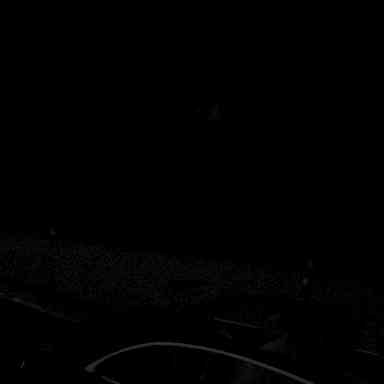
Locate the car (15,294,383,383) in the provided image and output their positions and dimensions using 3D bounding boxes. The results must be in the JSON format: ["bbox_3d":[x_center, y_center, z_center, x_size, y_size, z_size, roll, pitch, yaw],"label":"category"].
[{"bbox_3d":[0.335,1.552,2.569,4.403,1.369,2.008,0,0,35],"label":"car"}]
